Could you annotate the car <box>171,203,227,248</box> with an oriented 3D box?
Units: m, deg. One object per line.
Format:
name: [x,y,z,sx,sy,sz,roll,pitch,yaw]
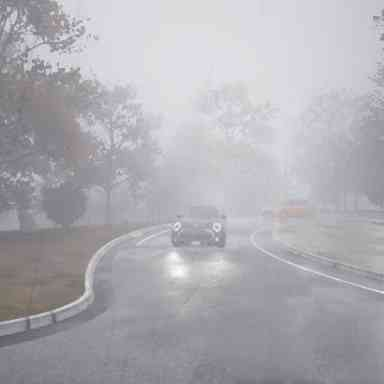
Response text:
car: [0.438,1.351,14.807,2.097,1.767,4.553,0,0,8]

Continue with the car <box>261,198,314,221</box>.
car: [7.856,1.353,27.337,4.553,1.767,2.097,0,0,-31]
